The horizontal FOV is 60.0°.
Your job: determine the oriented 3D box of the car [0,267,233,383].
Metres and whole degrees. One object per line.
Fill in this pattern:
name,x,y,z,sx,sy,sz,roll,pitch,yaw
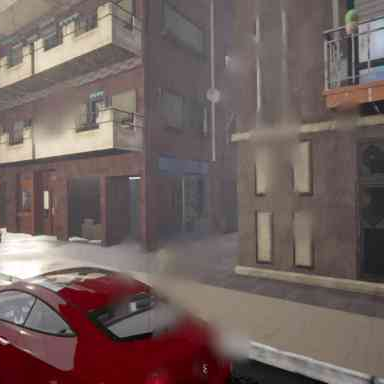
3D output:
car,-1.545,1.583,3.955,4.206,1.307,1.802,0,-1,36
